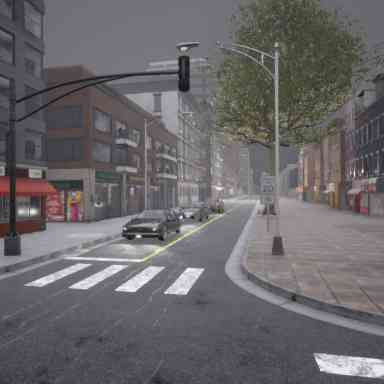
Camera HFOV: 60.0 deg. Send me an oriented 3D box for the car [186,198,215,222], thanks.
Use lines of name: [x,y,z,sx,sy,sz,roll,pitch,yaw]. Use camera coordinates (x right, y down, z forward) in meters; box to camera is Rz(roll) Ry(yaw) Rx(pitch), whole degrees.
car: [0.225,1.492,26.753,2.128,1.511,4.902,0,0,12]

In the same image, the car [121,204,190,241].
car: [-1.809,1.556,17.209,2.033,1.411,5.357,0,0,12]

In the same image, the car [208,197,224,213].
car: [2.307,1.347,36.497,2.097,1.767,4.553,0,0,12]
